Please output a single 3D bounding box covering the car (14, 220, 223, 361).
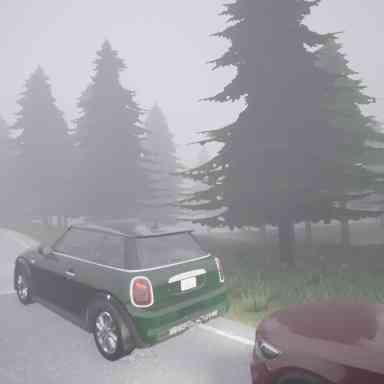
[{"bbox_3d":[-1.578,1.308,6.221,4.553,1.767,2.097,1,1,44],"label":"car"}]

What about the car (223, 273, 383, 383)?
[{"bbox_3d":[2.748,1.531,2.596,4.674,1.442,1.812,1,0,36],"label":"car"}]
